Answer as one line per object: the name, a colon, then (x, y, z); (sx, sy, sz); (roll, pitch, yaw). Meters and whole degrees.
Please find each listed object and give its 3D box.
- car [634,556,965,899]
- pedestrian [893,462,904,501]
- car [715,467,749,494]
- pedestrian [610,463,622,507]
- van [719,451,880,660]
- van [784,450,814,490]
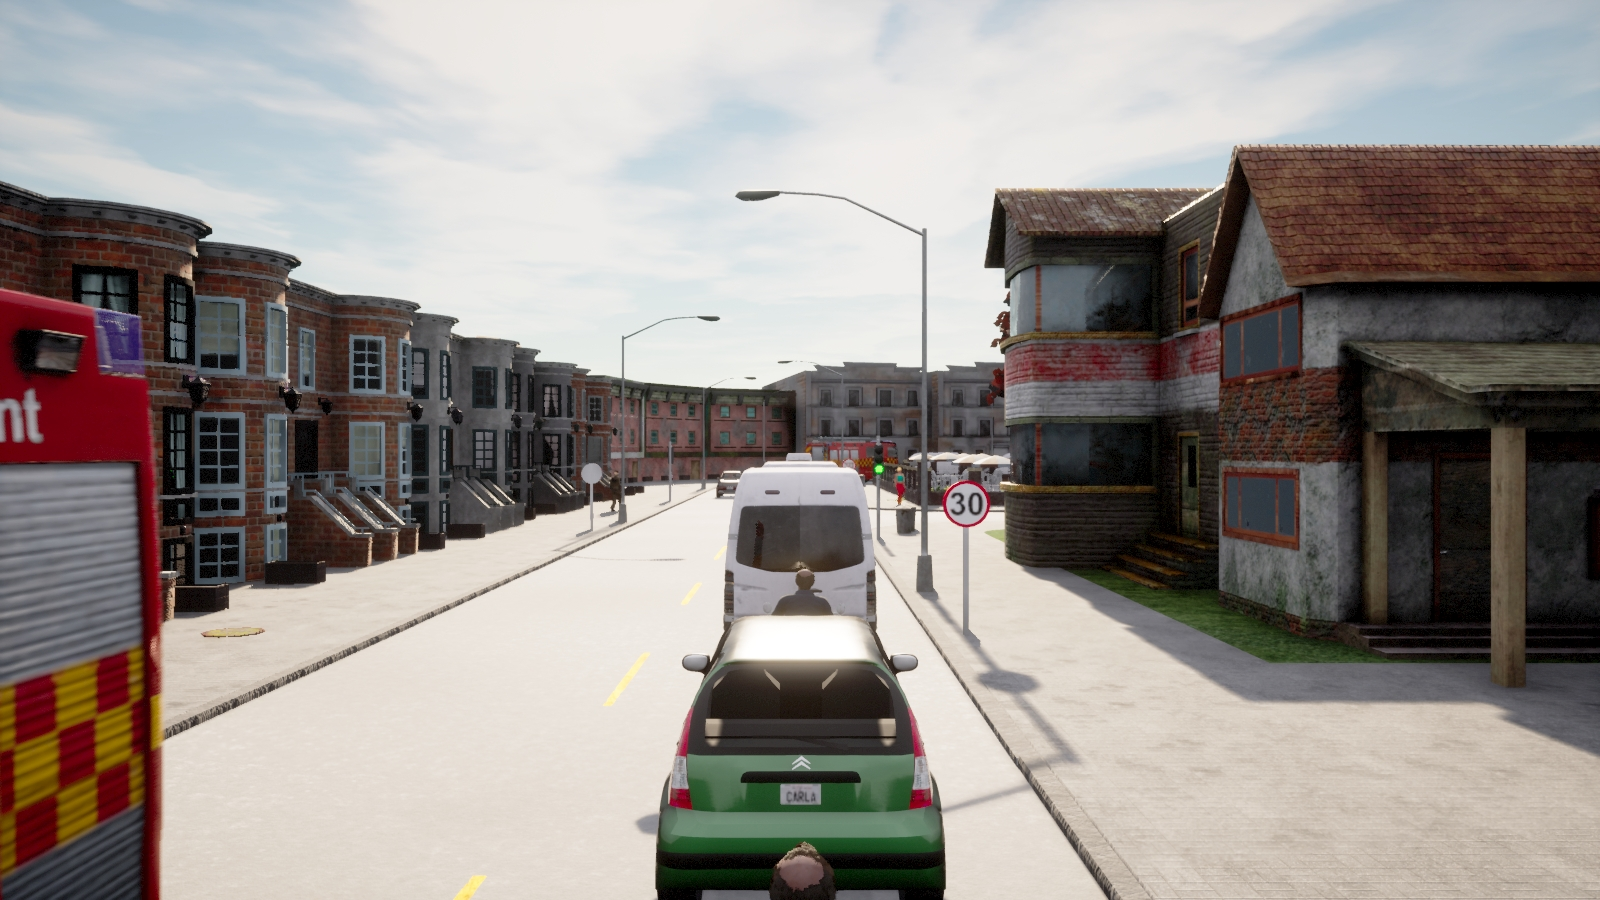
car: (-0.003, 1.776, 8.384); (1.851, 1.617, 3.988); (0, 0, 0)
pedestrian: (4.746, 1.495, 54.984); (0.375, 1.860, 0.375); (0, 0, -19)
car: (-4.014, 1.781, 67.520); (1.789, 1.549, 3.705); (0, 0, 0)
pedestrian: (-7.858, 1.508, 48.692); (0.375, 1.860, 0.375); (0, 0, 19)
van: (-0.006, 1.308, 17.048); (1.988, 2.561, 5.915); (0, 0, 0)
van: (-0.059, 1.286, 76.777); (1.988, 2.561, 5.915); (0, 0, 0)
